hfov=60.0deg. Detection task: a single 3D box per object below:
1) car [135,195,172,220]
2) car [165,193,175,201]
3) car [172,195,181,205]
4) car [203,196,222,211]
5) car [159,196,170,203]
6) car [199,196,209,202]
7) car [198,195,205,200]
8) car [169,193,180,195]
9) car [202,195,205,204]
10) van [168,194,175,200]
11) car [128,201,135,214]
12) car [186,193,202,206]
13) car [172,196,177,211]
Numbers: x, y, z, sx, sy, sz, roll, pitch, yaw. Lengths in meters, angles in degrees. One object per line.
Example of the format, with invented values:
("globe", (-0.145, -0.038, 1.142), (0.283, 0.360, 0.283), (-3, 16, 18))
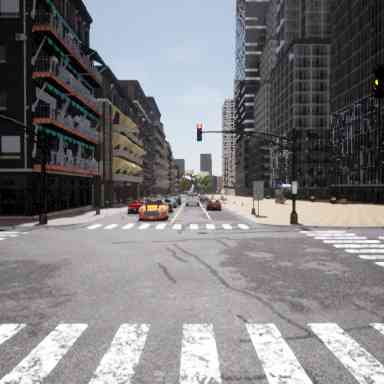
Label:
("car", (-3.090, 1.344, 27.600), (2.097, 1.767, 4.553), (0, 0, 0))
("car", (-5.677, 1.309, 86.186), (2.192, 1.841, 5.009), (-1, 0, 0))
("car", (-3.077, 1.537, 47.925), (2.033, 1.411, 5.357), (0, 0, 0))
("car", (2.659, 1.534, 41.048), (1.887, 1.381, 4.507), (-1, 0, 0))
("car", (-5.678, 1.573, 69.239), (1.802, 1.307, 4.206), (-1, 0, 0))
("car", (2.671, 1.537, 74.942), (1.887, 1.381, 4.507), (-1, 0, 0))
("car", (2.675, 1.521, 92.060), (1.752, 1.417, 4.829), (-1, 0, 0))
("car", (-3.031, 1.212, 58.243), (2.150, 2.045, 5.566), (0, 0, 1))
("car", (2.667, 1.541, 63.644), (2.008, 1.369, 4.403), (-1, 0, 0))
("van", (-5.674, 1.337, 91.833), (1.690, 1.788, 3.998), (-1, 0, 0))
("car", (-5.689, 1.535, 35.345), (1.887, 1.381, 4.507), (-1, 0, 0))
("car", (0.116, 1.207, 55.217), (2.150, 2.045, 5.566), (0, -1, 0))
("car", (-3.085, 1.495, 37.597), (1.837, 1.490, 4.892), (0, 0, 0))
